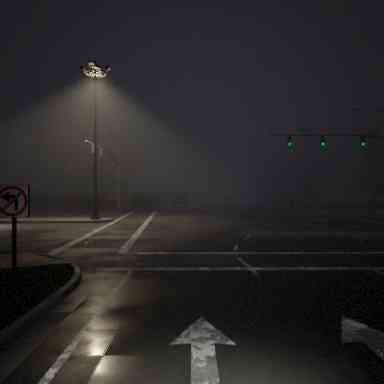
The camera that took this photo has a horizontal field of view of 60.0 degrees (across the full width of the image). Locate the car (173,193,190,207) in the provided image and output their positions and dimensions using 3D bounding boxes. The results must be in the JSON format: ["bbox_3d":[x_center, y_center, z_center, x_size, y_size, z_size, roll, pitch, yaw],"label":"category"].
[{"bbox_3d":[-1.790,1.236,51.977,2.150,2.045,5.566,0,0,0],"label":"car"}]

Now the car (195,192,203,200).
[{"bbox_3d":[1.922,1.084,92.991,2.150,2.045,5.566,0,0,0],"label":"car"}]

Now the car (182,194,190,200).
[{"bbox_3d":[-1.578,1.384,92.979,2.128,1.511,4.902,0,0,0],"label":"car"}]

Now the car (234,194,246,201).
[{"bbox_3d":[12.375,1.496,83.737,1.882,1.535,5.008,0,0,0],"label":"car"}]

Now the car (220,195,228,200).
[{"bbox_3d":[8.922,1.412,92.925,1.994,1.385,4.181,0,0,0],"label":"car"}]

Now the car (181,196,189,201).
[{"bbox_3d":[-1.625,1.613,83.839,1.895,1.301,4.718,0,0,0],"label":"car"}]

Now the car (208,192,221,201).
[{"bbox_3d":[5.375,1.373,83.743,2.097,1.767,4.553,0,0,0],"label":"car"}]

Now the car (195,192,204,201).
[{"bbox_3d":[1.873,1.495,83.374,1.882,1.535,5.008,0,0,0],"label":"car"}]

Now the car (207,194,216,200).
[{"bbox_3d":[5.422,1.384,92.943,2.128,1.511,4.902,0,0,0],"label":"car"}]

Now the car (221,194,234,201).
[{"bbox_3d":[8.879,1.374,84.525,2.097,1.767,4.553,0,0,0],"label":"car"}]

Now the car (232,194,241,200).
[{"bbox_3d":[12.422,1.359,92.907,1.837,1.490,4.892,0,0,0],"label":"car"}]
